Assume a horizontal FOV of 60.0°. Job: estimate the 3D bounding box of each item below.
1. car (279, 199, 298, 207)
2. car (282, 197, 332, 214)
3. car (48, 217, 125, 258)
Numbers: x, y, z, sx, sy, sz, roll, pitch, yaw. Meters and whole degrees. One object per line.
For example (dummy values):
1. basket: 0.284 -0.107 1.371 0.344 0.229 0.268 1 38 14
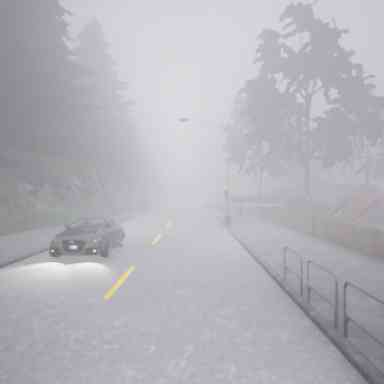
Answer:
1. car: 16.329 1.849 56.557 1.994 1.381 4.181 0 -1 1
2. car: 13.580 1.607 39.387 5.566 2.045 2.150 0 -1 1
3. car: -3.963 1.689 13.186 1.994 1.385 4.181 0 -1 1
